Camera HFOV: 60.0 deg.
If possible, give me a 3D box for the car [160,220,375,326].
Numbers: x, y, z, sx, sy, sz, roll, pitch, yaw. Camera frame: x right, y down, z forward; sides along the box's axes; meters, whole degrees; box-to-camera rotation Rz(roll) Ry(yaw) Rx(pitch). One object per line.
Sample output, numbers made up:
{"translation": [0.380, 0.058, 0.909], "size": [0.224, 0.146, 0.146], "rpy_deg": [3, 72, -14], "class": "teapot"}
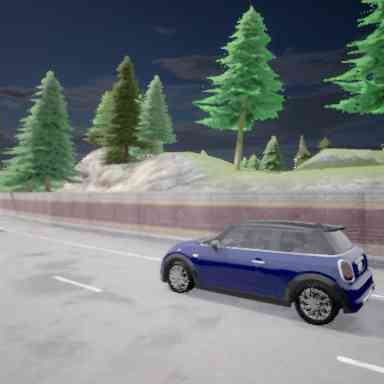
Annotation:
{"translation": [1.427, 1.407, 7.457], "size": [4.553, 1.767, 2.097], "rpy_deg": [0, -1, 37], "class": "car"}
